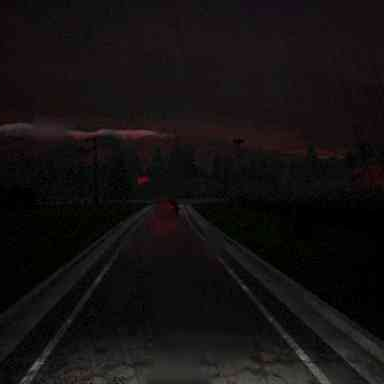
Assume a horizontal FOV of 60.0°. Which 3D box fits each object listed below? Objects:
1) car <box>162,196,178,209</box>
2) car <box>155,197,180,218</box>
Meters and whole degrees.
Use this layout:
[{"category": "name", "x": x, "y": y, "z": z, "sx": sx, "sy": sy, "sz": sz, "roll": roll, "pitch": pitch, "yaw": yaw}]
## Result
[{"category": "car", "x": -2.815, "y": 1.330, "z": 43.916, "sx": 1.812, "sy": 1.442, "sz": 4.674, "roll": 0, "pitch": 0, "yaw": 0}, {"category": "car", "x": -2.083, "y": 1.368, "z": 28.289, "sx": 2.128, "sy": 1.511, "sz": 4.902, "roll": 0, "pitch": 0, "yaw": -3}]
